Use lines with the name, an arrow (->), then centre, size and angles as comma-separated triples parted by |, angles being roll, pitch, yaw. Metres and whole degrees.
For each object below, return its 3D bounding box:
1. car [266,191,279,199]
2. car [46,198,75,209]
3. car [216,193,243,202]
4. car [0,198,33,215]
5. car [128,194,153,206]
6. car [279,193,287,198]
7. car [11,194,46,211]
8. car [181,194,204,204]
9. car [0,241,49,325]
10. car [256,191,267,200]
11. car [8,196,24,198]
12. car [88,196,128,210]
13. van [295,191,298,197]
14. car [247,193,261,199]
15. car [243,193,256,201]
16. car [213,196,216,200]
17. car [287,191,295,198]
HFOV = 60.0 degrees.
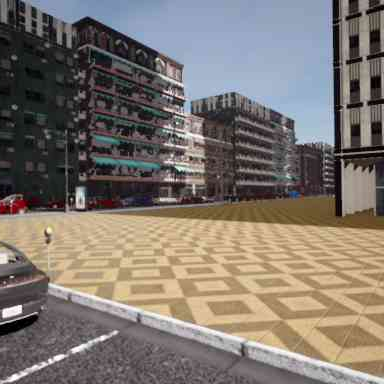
car -> 16.432, 0.727, 72.690 | 2.192, 1.841, 5.009 | -1, 0, 36
car -> -16.391, 1.398, 41.902 | 1.887, 1.381, 4.507 | 0, 0, 36
car -> 6.664, 1.079, 59.292 | 2.008, 1.369, 4.403 | -1, 0, 36
car -> -16.135, 1.399, 28.030 | 1.802, 1.307, 4.206 | 0, 0, 36
car -> -7.949, 1.086, 49.077 | 2.097, 1.767, 4.553 | -1, 0, 36
car -> 19.691, 0.924, 77.156 | 2.008, 1.369, 4.403 | -1, 0, 36
car -> -19.650, 1.210, 37.435 | 2.192, 1.841, 5.009 | 0, 0, 36
car -> 0.148, 1.048, 50.360 | 1.967, 1.590, 4.097 | -1, 0, 36
car -> -4.447, 1.550, 6.247 | 4.403, 1.369, 2.008 | 0, -1, 36
car -> 13.178, 1.032, 68.224 | 1.802, 1.307, 4.206 | -1, 0, 36
car -> -19.978, 1.436, 32.600 | 2.033, 1.411, 5.357 | -1, 0, 36
car -> -9.622, 1.172, 36.962 | 1.967, 1.590, 4.097 | 0, 0, 36
van -> 26.203, 0.640, 86.088 | 1.690, 1.788, 3.998 | -1, 0, 36
car -> 16.179, 1.022, 86.561 | 1.947, 1.339, 4.313 | -1, 0, 36
car -> 9.921, 1.034, 63.758 | 1.887, 1.381, 4.507 | -1, 0, 36
car -> 6.407, 1.011, 73.163 | 1.967, 1.590, 4.097 | -1, 0, 36
car -> 22.949, 0.918, 81.622 | 1.802, 1.307, 4.206 | -1, 0, 36
